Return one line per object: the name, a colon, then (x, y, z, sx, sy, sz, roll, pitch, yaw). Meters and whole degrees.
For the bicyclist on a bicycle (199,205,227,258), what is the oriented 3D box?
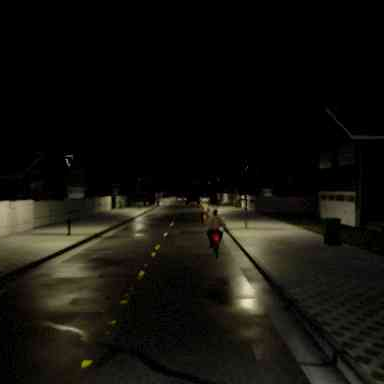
bicyclist on a bicycle: (0.803, 1.386, 11.484, 0.866, 1.612, 1.509, 0, 0, 0)

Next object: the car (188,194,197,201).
car: (0.085, 1.184, 73.607, 1.837, 1.490, 4.892, 0, 0, 0)

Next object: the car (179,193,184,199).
car: (-2.641, 0.936, 94.254, 2.097, 1.767, 4.553, 0, 0, 0)

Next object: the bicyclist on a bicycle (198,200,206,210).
bicyclist on a bicycle: (0.815, 1.344, 21.389, 0.866, 1.612, 1.509, 0, 0, 0)

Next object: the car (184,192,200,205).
car: (0.165, 0.989, 55.038, 2.150, 2.045, 5.566, 0, 0, 0)
